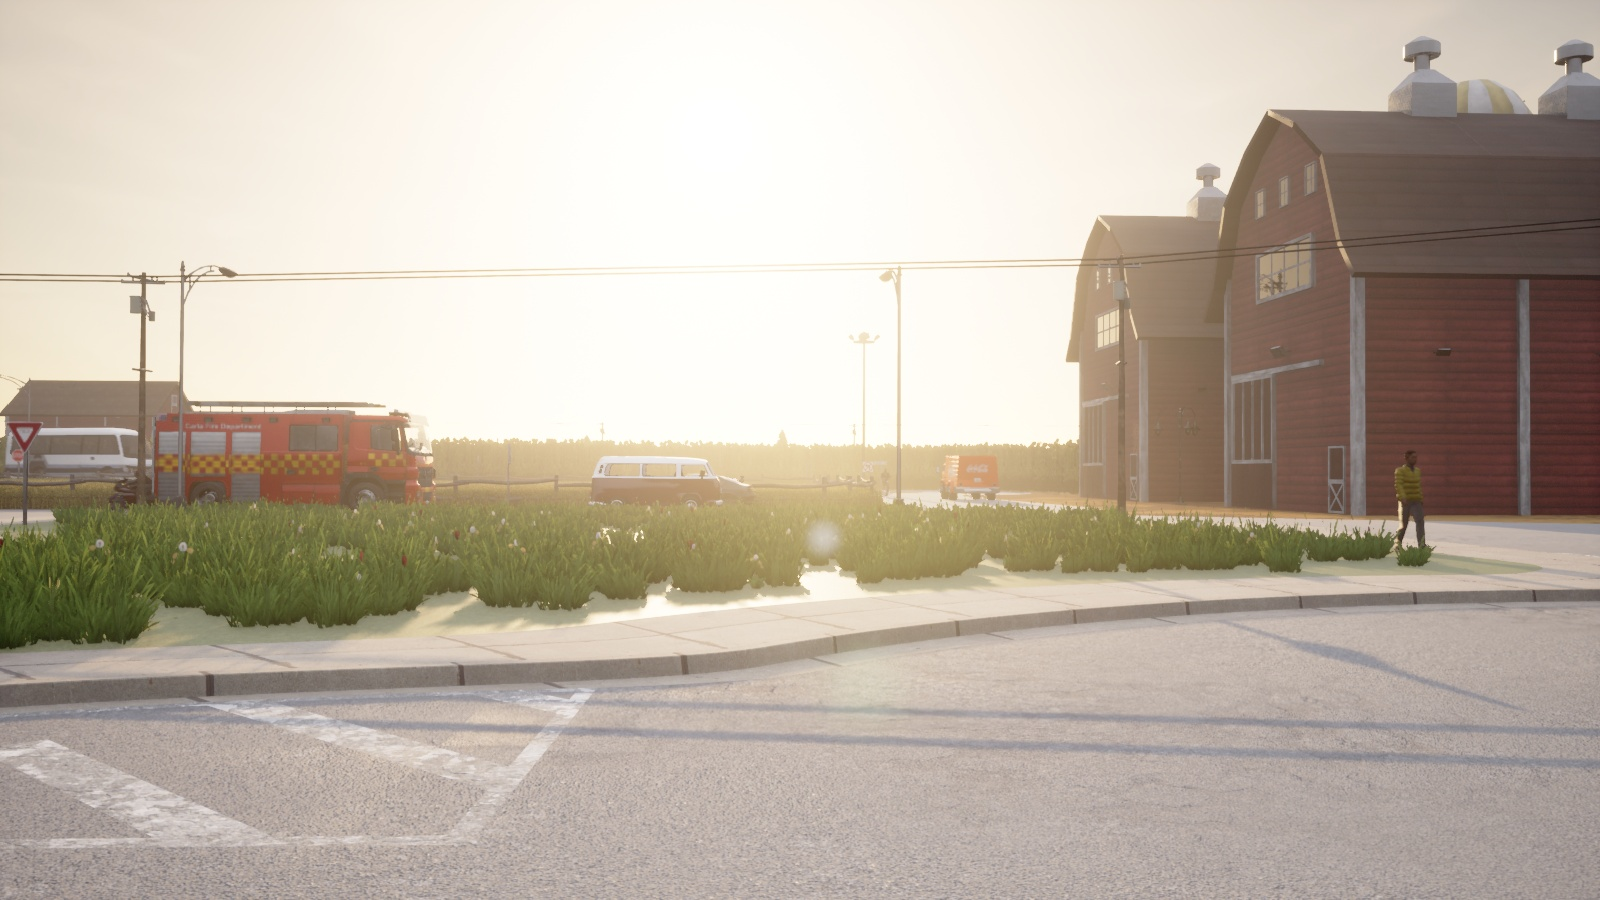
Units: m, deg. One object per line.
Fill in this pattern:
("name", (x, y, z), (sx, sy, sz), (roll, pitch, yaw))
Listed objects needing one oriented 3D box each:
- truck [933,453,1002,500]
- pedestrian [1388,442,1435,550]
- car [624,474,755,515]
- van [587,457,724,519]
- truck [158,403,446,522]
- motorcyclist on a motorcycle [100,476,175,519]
("truck", (9.208, 1.456, 69.524), (2.627, 2.467, 5.204), (0, -1, -6))
("pedestrian", (10.676, 0.795, 21.941), (0.431, 1.840, 0.709), (0, -1, -4))
("car", (-4.048, 1.628, 46.024), (4.674, 1.442, 1.812), (0, -1, -5))
("van", (-4.827, 1.270, 42.512), (4.480, 2.038, 2.069), (0, -1, -3))
("truck", (-16.462, 0.419, 41.975), (8.468, 3.827, 2.891), (0, -1, -3))
("motorcyclist on a motorcycle", (-23.790, 1.701, 45.125), (2.191, 1.530, 0.866), (0, -1, -3))
